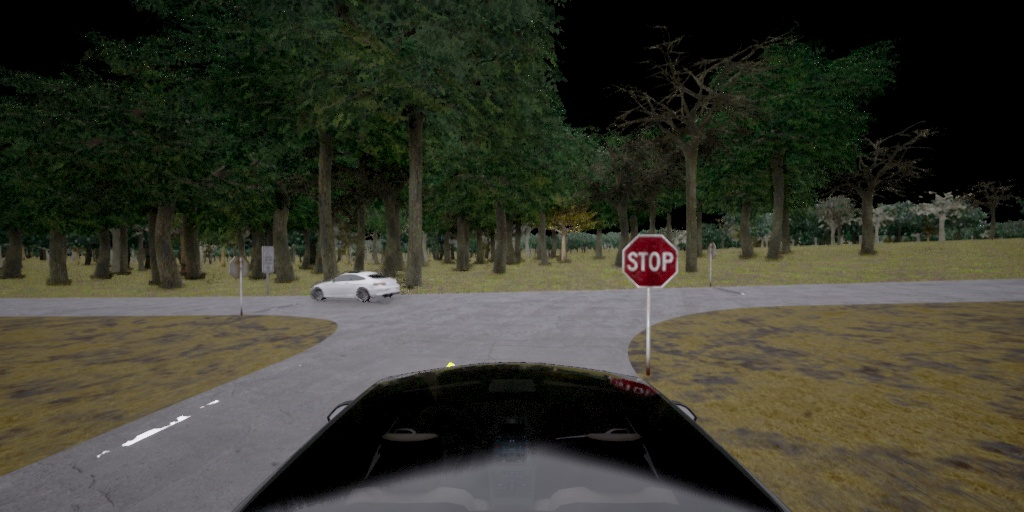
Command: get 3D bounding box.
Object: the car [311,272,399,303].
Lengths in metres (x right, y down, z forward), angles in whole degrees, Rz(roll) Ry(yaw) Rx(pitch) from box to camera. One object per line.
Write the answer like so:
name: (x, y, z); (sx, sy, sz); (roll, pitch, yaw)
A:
car: (-8.007, 1.534, 18.319); (4.674, 1.442, 1.812); (-1, 0, 20)
